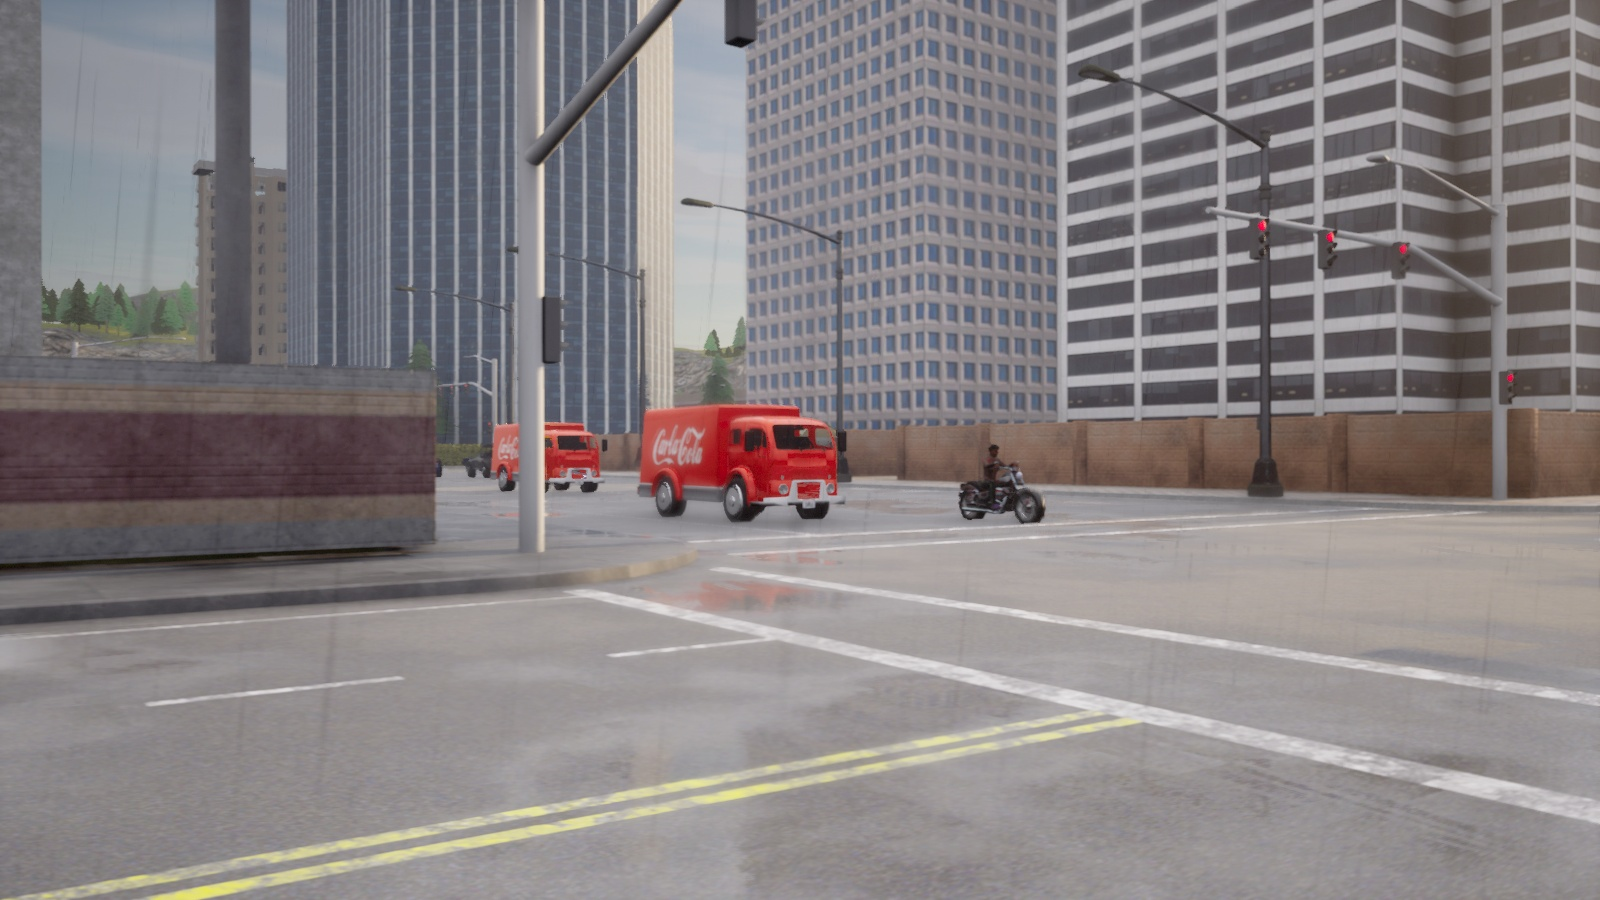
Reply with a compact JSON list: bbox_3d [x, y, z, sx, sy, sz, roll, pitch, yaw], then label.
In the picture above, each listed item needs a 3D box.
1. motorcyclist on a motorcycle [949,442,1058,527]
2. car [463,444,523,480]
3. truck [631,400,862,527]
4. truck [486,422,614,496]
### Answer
[{"bbox_3d":[4.130,0.668,25.673,0.766,1.649,2.350,0,0,-36],"label":"motorcyclist on a motorcycle"},{"bbox_3d":[-16.722,0.629,68.256,1.905,1.878,3.866,0,0,-35],"label":"car"},{"bbox_3d":[-1.289,0.262,27.314,2.627,2.467,5.204,0,0,-35],"label":"truck"},{"bbox_3d":[-8.954,0.304,44.623,2.627,2.467,5.204,0,0,-35],"label":"truck"}]
